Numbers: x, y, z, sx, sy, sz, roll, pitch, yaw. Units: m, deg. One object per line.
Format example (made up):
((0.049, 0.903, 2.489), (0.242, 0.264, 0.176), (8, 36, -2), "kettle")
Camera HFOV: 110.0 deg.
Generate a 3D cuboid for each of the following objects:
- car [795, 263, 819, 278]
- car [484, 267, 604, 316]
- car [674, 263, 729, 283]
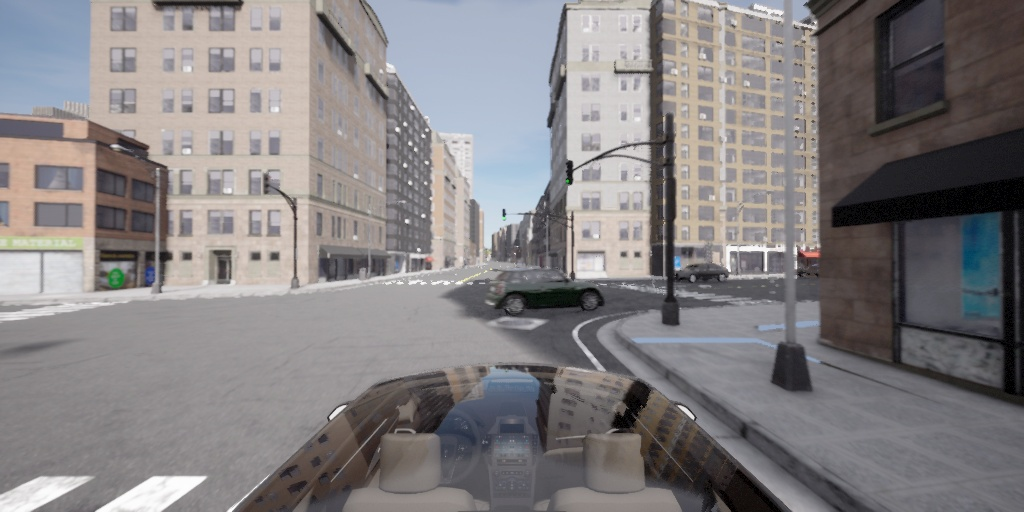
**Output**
((28.504, 1.285, 32.702), (5.357, 1.411, 2.033), (0, 0, -15), "car")
((1.285, 1.245, 13.995), (4.553, 1.767, 2.097), (0, -1, -19), "car")
((15.006, 1.333, 28.765), (4.892, 1.490, 1.837), (0, 0, -17), "car")
